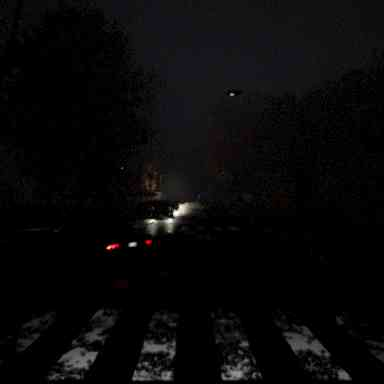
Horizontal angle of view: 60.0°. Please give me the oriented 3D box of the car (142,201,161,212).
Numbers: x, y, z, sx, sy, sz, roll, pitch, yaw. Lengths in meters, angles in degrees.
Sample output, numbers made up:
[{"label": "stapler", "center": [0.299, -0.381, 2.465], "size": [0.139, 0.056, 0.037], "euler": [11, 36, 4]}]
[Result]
[{"label": "car", "center": [-5.330, 1.854, 44.091], "size": [1.947, 1.339, 4.313], "euler": [-1, 0, 0]}]

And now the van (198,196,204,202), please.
[{"label": "van", "center": [2.540, 1.977, 95.286], "size": [1.690, 1.788, 3.998], "euler": [-1, 0, 0]}]

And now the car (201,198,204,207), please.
[{"label": "car", "center": [2.550, 1.832, 44.089], "size": [1.887, 1.381, 4.507], "euler": [-1, 0, 0]}]

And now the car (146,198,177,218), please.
[{"label": "car", "center": [-2.851, 1.563, 32.359], "size": [2.097, 1.767, 4.553], "euler": [0, 0, 0]}]

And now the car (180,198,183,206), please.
[{"label": "car", "center": [-2.758, 1.863, 63.999], "size": [1.812, 1.442, 4.674], "euler": [0, 0, 0]}]

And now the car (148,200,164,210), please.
[{"label": "car", "center": [-5.331, 1.891, 49.779], "size": [1.947, 1.339, 4.313], "euler": [-1, 0, 0]}]

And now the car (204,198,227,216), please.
[{"label": "car", "center": [2.605, 1.671, 35.389], "size": [1.967, 1.590, 4.097], "euler": [-1, 0, 0]}]

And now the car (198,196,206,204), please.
[{"label": "car", "center": [2.548, 1.966, 61.154], "size": [1.947, 1.339, 4.313], "euler": [-1, 0, 0]}]

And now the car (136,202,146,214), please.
[{"label": "car", "center": [-5.331, 1.816, 38.404], "size": [1.947, 1.339, 4.313], "euler": [-1, 0, 0]}]

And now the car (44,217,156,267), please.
[{"label": "car", "center": [-3.453, 1.616, 11.761], "size": [2.033, 1.411, 5.357], "euler": [0, 0, -42]}]

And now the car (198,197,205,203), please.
[{"label": "car", "center": [2.542, 2.036, 89.597], "size": [1.967, 1.590, 4.097], "euler": [-1, 0, 0]}]

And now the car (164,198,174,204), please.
[{"label": "car", "center": [-5.335, 2.068, 78.222], "size": [2.008, 1.369, 4.403], "euler": [-1, 0, 0]}]

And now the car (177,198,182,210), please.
[{"label": "car", "center": [-2.844, 1.909, 47.235], "size": [1.895, 1.301, 4.718], "euler": [0, 0, 0]}]
